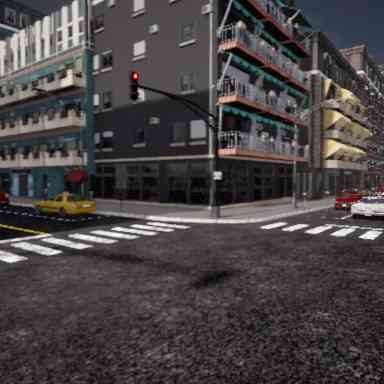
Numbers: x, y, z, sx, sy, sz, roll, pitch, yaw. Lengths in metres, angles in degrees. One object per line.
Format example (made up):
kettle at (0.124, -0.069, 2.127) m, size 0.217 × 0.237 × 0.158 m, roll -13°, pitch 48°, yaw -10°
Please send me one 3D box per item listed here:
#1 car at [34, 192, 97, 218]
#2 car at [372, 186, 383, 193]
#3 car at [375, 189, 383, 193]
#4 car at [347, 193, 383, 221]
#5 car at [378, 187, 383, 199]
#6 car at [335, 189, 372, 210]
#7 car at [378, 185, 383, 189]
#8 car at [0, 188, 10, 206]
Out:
car at (-7.748, 0.677, 20.046) m, size 4.829 × 1.417 × 1.752 m, roll 2°, pitch 3°, yaw 37°
car at (16.356, 0.474, 31.499) m, size 1.967 × 1.590 × 4.097 m, roll 1°, pitch 2°, yaw 37°
car at (17.498, 0.705, 28.696) m, size 1.994 × 1.385 × 4.181 m, roll 2°, pitch 2°, yaw 38°
car at (11.375, 0.950, 20.718) m, size 1.895 × 1.301 × 4.718 m, roll 2°, pitch 2°, yaw 37°
car at (26.655, 0.126, 44.952) m, size 1.967 × 1.590 × 4.097 m, roll 1°, pitch 2°, yaw 37°
car at (12.924, 0.696, 27.016) m, size 1.887 × 1.381 × 4.507 m, roll 1°, pitch 2°, yaw 37°
car at (23.222, 0.117, 40.465) m, size 2.192 × 1.841 × 5.009 m, roll 1°, pitch 2°, yaw 37°
car at (-16.413, 0.306, 26.645) m, size 4.097 × 1.590 × 1.967 m, roll 2°, pitch 3°, yaw 37°
